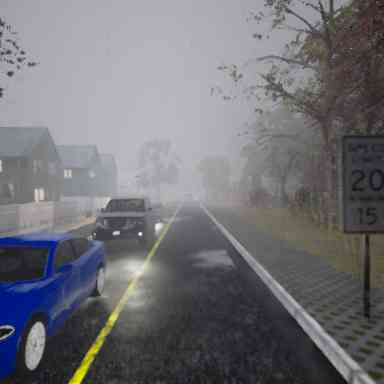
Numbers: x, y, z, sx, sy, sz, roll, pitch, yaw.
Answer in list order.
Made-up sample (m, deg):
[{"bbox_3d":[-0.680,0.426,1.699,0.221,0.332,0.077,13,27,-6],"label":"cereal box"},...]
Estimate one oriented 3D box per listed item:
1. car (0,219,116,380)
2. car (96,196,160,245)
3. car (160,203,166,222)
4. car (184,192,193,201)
[{"bbox_3d":[-2.890,1.505,5.768,1.882,1.535,5.008,-1,0,-1],"label":"car"},{"bbox_3d":[-2.995,1.236,15.832,2.150,2.045,5.566,-1,0,0],"label":"car"},{"bbox_3d":[-3.095,1.552,26.806,2.033,1.411,5.357,-1,0,0],"label":"car"},{"bbox_3d":[-0.857,1.135,85.428,2.150,2.045,5.566,-1,0,-1],"label":"car"}]
